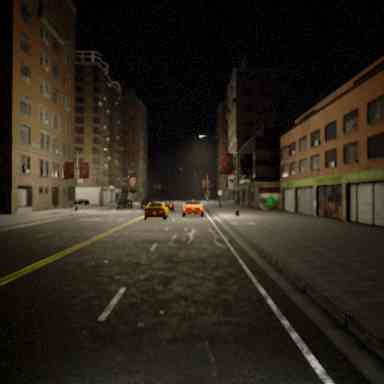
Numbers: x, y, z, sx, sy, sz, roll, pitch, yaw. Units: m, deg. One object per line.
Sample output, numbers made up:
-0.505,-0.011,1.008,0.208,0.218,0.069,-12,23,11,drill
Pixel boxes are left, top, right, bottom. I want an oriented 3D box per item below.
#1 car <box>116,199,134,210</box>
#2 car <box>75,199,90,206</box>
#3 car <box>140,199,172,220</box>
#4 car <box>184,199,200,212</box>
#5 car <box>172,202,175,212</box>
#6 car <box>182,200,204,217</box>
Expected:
-9.748,1.790,48.509,1.837,1.490,4.892,0,-1,0,car
-22.137,1.966,64.730,4.313,1.339,1.947,0,-1,0,car
-3.143,1.651,30.151,1.882,1.535,5.008,0,-1,0,car
0.009,1.728,43.599,1.882,1.535,5.008,0,0,0,car
-3.242,1.852,43.607,1.895,1.301,4.718,0,0,0,car
0.105,1.544,33.559,2.097,1.767,4.553,0,0,0,car
